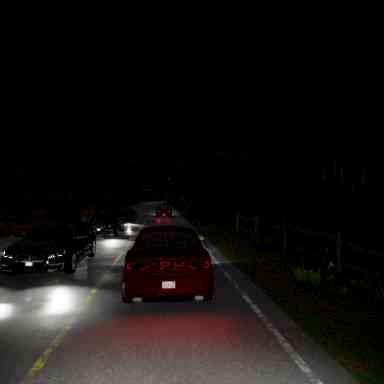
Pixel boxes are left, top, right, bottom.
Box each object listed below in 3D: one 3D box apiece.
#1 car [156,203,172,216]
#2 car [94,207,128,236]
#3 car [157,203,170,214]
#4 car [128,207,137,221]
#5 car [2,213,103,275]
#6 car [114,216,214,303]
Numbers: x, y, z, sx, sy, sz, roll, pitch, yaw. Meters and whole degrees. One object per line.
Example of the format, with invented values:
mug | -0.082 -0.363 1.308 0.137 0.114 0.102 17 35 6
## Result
car | -3.351 2.286 39.561 1.895 1.301 4.718 0 -1 -5
car | -5.303 1.849 20.562 1.837 1.490 4.892 0 -1 -5
car | -4.220 2.367 49.496 1.837 1.490 4.892 0 -1 -5
car | -6.156 2.085 30.442 1.994 1.385 4.181 0 -1 -5
car | -4.481 1.681 11.135 1.837 1.490 4.892 0 -1 -5
car | -0.648 1.612 8.626 1.882 1.535 5.008 0 -1 -5
